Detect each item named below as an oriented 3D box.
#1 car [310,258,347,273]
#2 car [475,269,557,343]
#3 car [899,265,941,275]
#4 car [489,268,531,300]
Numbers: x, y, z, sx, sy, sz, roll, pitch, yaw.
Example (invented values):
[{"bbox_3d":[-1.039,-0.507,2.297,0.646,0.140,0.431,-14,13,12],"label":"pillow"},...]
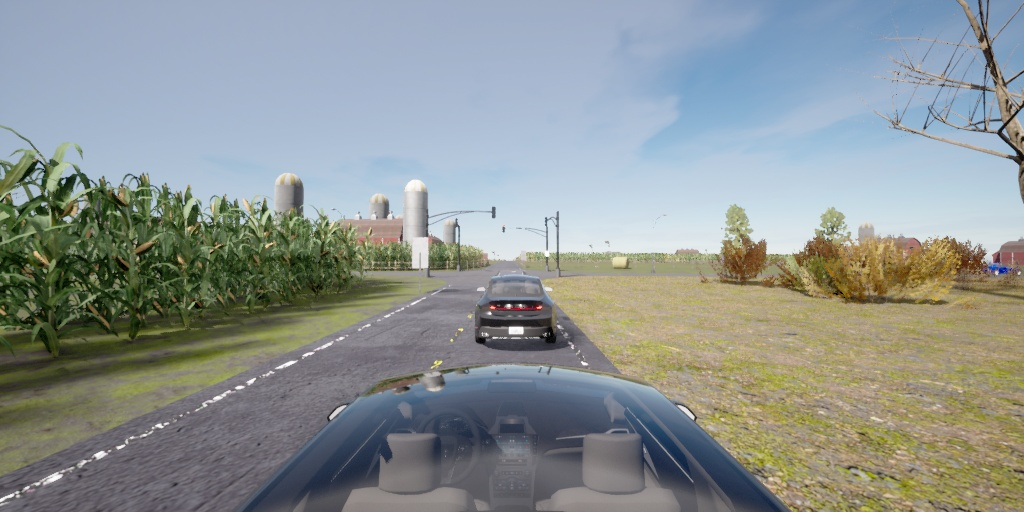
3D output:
[{"bbox_3d":[-19.832,0.928,37.647,4.553,1.767,2.097,0,-1,-3],"label":"car"},{"bbox_3d":[0.079,1.258,9.662,1.837,1.490,4.892,0,0,0],"label":"car"},{"bbox_3d":[48.555,1.766,42.531,4.181,1.385,1.994,1,-1,-5],"label":"car"},{"bbox_3d":[0.031,1.359,18.813,1.895,1.301,4.718,0,0,4],"label":"car"}]
